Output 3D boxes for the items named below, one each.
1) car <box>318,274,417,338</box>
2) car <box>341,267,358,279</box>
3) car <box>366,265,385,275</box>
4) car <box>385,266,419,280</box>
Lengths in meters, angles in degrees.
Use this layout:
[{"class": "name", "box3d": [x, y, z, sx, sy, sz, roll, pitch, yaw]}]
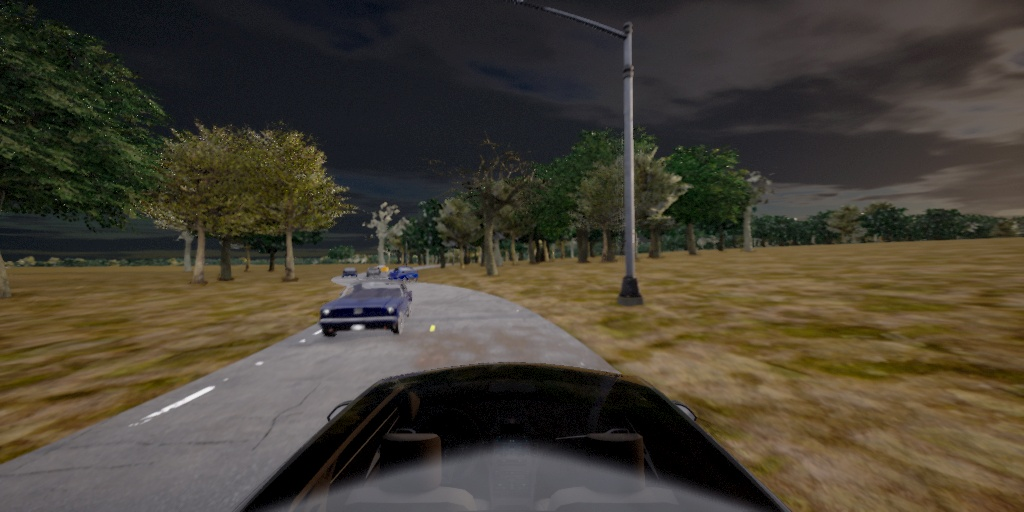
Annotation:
[{"class": "car", "box3d": [-4.050, 1.403, 10.643, 1.895, 1.301, 4.718, 0, 0, -11]}, {"class": "car", "box3d": [-21.309, 2.204, 47.131, 2.033, 1.411, 5.357, 0, -1, -24]}, {"class": "car", "box3d": [-19.911, 2.240, 51.764, 2.128, 1.511, 4.902, 0, -1, -19]}, {"class": "car", "box3d": [-11.102, 1.815, 36.665, 1.882, 1.535, 5.008, 0, -2, -32]}]
